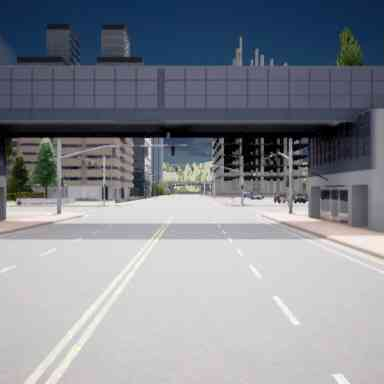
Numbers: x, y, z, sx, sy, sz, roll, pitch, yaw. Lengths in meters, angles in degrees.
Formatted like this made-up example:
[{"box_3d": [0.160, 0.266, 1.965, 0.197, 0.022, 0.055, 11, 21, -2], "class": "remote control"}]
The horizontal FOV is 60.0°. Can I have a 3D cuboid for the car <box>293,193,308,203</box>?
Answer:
[{"box_3d": [19.526, 1.130, 61.583, 1.905, 1.878, 3.866, 0, 0, 0], "class": "car"}]

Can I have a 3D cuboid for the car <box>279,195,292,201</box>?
[{"box_3d": [22.175, 1.372, 79.059, 1.970, 1.475, 3.806, 0, 0, 0], "class": "car"}]

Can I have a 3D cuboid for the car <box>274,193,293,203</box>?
[{"box_3d": [16.632, 1.127, 61.628, 1.932, 1.855, 4.605, 0, 0, 0], "class": "car"}]
